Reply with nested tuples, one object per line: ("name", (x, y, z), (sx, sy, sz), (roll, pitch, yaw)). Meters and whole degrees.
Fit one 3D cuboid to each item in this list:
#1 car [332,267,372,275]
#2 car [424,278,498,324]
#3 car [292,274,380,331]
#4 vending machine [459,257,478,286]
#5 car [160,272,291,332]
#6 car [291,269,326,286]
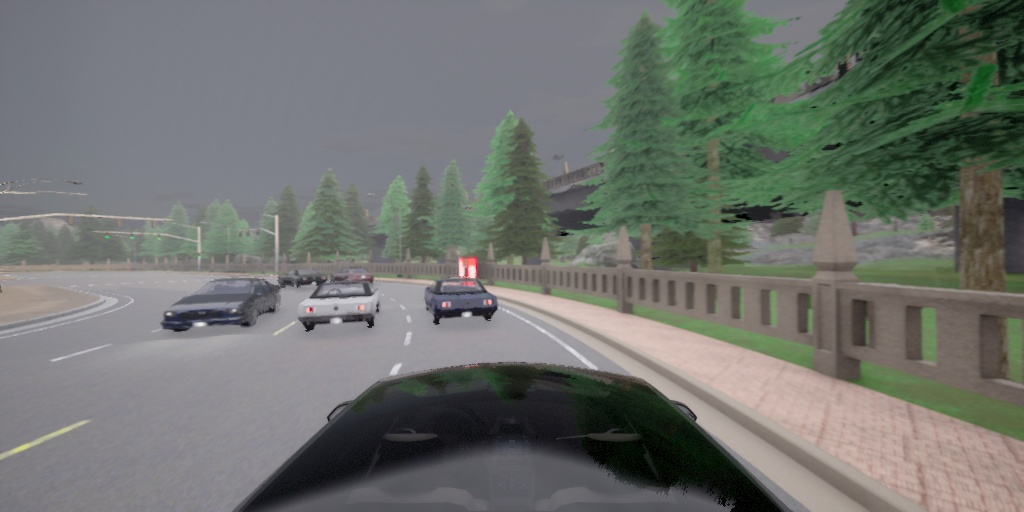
("car", (-12.694, 1.573, 28.377), (4.181, 1.385, 1.994), (-1, 0, 42))
("car", (-1.971, 1.414, 12.428), (1.895, 1.301, 4.718), (-1, 0, -18))
("car", (-5.347, 1.455, 11.663), (1.895, 1.301, 4.718), (-1, 0, -18))
("vending machine", (-2.836, 1.058, 23.488), (1.100, 2.100, 0.880), (0, 0, -34))
("car", (-9.235, 1.455, 11.993), (2.033, 1.411, 5.357), (-1, 0, -21))
("car", (-15.499, 1.640, 26.417), (4.718, 1.301, 1.895), (-1, 0, 41))
